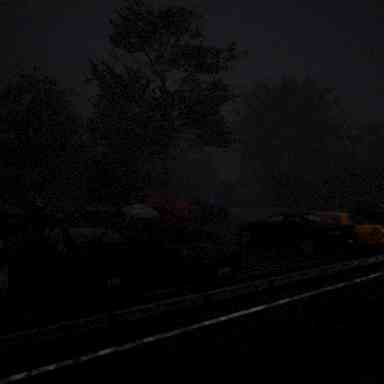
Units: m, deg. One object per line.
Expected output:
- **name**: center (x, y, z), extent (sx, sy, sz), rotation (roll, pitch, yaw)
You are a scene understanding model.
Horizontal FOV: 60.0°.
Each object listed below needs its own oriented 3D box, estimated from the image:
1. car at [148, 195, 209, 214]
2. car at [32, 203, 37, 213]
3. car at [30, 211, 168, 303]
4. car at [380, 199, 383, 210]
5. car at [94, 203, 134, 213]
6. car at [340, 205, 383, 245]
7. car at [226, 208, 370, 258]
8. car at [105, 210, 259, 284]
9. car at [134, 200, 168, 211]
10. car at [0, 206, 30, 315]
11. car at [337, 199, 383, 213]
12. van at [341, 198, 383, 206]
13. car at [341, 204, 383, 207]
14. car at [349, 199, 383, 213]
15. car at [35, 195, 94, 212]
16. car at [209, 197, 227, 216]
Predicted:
- **car**: center (-1.553, 1.289, 25.393), extent (2.435, 2.045, 5.566), rotation (1, 0, -36)
- **car**: center (-10.649, 1.507, 18.961), extent (2.163, 1.488, 4.792), rotation (0, 0, -36)
- **car**: center (-2.895, 1.478, 8.385), extent (2.231, 1.521, 4.892), rotation (0, 0, -35)
- **car**: center (30.161, 1.852, 48.068), extent (2.163, 1.488, 4.792), rotation (1, 0, -36)
- **car**: center (-6.098, 1.506, 22.173), extent (2.097, 1.535, 5.008), rotation (0, 0, -36)
- **car**: center (6.110, 1.538, 15.057), extent (1.946, 1.575, 5.366), rotation (1, 0, -36)
- **car**: center (3.943, 1.522, 13.273), extent (2.097, 1.535, 5.008), rotation (1, 0, -36)
- **car**: center (-0.605, 1.520, 9.992), extent (2.163, 1.488, 4.792), rotation (0, 0, -36)
- **car**: center (-3.935, 1.561, 23.722), extent (2.002, 1.452, 4.674), rotation (0, 0, -36)
- **car**: center (-5.197, 1.215, 6.780), extent (2.435, 2.045, 5.566), rotation (0, 0, -36)
- **car**: center (21.108, 1.743, 41.638), extent (2.231, 1.521, 4.892), rotation (1, 0, -36)
- **van**: center (10.848, 1.356, 18.073), extent (1.878, 1.987, 4.442), rotation (1, 0, -36)
- **car**: center (8.481, 1.591, 16.560), extent (2.163, 1.488, 4.792), rotation (1, 0, -36)
- **car**: center (23.478, 1.759, 43.098), extent (1.946, 1.575, 5.366), rotation (0, 0, -36)
- **car**: center (-8.351, 1.239, 20.534), extent (2.435, 2.045, 5.566), rotation (0, 0, -36)
- **car**: center (0.612, 1.308, 26.942), extent (2.435, 2.045, 5.566), rotation (1, 0, -36)
